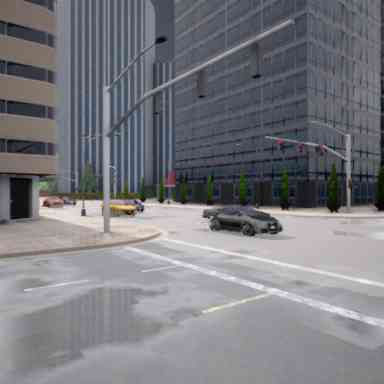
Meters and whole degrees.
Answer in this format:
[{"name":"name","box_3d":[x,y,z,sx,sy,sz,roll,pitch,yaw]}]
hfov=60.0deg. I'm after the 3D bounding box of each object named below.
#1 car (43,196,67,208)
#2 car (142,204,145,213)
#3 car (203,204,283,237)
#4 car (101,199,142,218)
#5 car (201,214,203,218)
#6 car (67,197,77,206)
[{"name":"car","box_3d":[-20.873,1.403,50.079,2.097,1.767,4.553,0,0,-36]},{"name":"car","box_3d":[-7.006,1.556,37.226,1.837,1.490,4.892,0,0,-37]},{"name":"car","box_3d":[2.823,1.576,18.135,1.994,1.385,4.181,0,0,-37]},{"name":"car","box_3d":[-6.953,1.530,31.287,1.882,1.535,5.008,0,0,-37]},{"name":"car","box_3d":[3.064,1.593,24.374,2.033,1.411,5.357,0,0,-44]},{"name":"car","box_3d":[-20.910,1.544,56.066,2.128,1.511,4.902,0,0,-36]}]
